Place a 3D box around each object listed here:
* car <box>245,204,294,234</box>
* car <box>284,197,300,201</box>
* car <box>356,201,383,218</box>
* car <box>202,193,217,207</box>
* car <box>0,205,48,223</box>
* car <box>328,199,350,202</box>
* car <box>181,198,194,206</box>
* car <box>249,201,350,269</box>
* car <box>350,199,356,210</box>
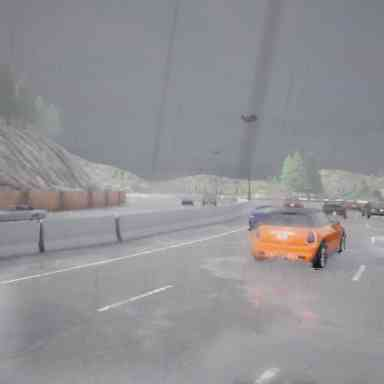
[{"bbox_3d":[4.789,1.526,20.119,1.812,1.442,4.674,0,0,27],"label":"car"},{"bbox_3d":[10.673,1.353,35.574,2.097,1.767,4.553,0,0,15],"label":"car"},{"bbox_3d":[16.194,1.547,29.352,2.033,1.411,5.357,0,0,19],"label":"car"},{"bbox_3d":[2.762,1.223,52.062,2.150,2.045,5.566,0,0,3],"label":"car"},{"bbox_3d":[-13.084,1.601,24.105,1.895,1.301,4.718,0,0,31],"label":"car"},{"bbox_3d":[12.593,1.504,29.781,1.837,1.490,4.892,0,0,19],"label":"car"},{"bbox_3d":[-0.685,1.601,53.034,1.895,1.301,4.718,0,0,3],"label":"car"},{"bbox_3d":[3.845,1.352,11.513,2.097,1.767,4.553,0,0,34],"label":"car"},{"bbox_3d":[18.788,1.564,39.753,1.994,1.385,4.181,0,0,11],"label":"car"}]
